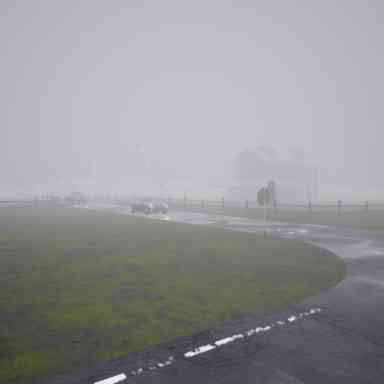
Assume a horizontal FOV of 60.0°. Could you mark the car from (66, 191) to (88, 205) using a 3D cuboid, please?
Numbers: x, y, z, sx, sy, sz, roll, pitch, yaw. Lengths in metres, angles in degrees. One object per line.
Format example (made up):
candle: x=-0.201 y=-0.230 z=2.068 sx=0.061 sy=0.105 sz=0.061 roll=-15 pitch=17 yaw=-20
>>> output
car: x=-17.348 y=0.872 z=49.791 sx=2.150 sy=2.045 sz=5.566 roll=0 pitch=0 yaw=-35

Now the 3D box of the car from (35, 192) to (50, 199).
car: x=-35.849 y=0.890 z=80.748 sx=2.128 sy=1.511 sz=4.902 roll=0 pitch=0 yaw=-35

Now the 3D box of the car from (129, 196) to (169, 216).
car: x=-4.014 y=1.163 z=30.762 sx=2.097 sy=1.767 sz=4.553 roll=0 pitch=0 yaw=-35
